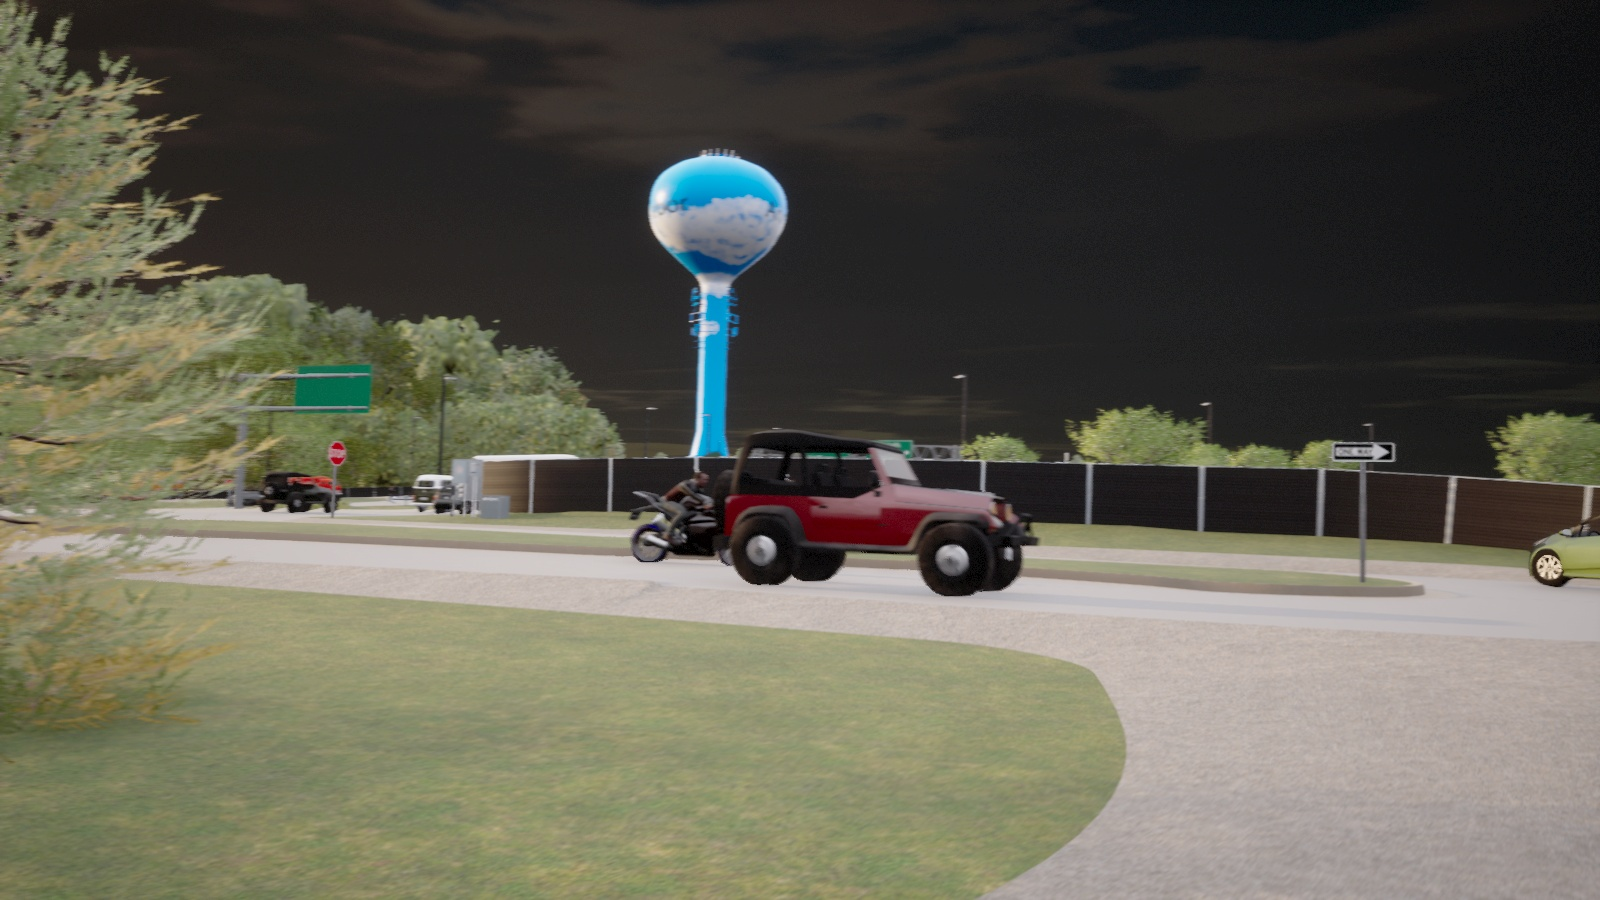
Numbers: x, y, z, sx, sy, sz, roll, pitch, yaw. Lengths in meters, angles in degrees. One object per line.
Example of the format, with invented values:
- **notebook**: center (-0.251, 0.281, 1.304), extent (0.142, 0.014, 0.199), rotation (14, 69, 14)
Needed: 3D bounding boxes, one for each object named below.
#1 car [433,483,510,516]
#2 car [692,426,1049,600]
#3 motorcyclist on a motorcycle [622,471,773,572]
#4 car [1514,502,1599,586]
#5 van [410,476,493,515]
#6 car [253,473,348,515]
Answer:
- **car**: center (-16.856, 2.553, 64.639), extent (1.851, 1.617, 3.988), rotation (0, -3, 21)
- **car**: center (0.885, 0.733, 15.229), extent (3.866, 1.878, 1.905), rotation (1, -4, 22)
- **motorcyclist on a motorcycle**: center (-1.634, 1.126, 19.986), extent (2.191, 1.530, 0.866), rotation (0, -4, 22)
- **car**: center (15.419, 1.730, 22.759), extent (2.007, 1.525, 4.514), rotation (2, -3, -7)
- **van**: center (-19.033, 2.511, 68.732), extent (2.069, 2.038, 4.480), rotation (0, -3, 21)
- **car**: center (-23.087, 2.067, 58.162), extent (1.905, 1.878, 3.866), rotation (0, -3, 21)
